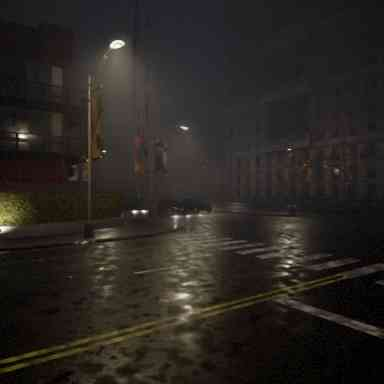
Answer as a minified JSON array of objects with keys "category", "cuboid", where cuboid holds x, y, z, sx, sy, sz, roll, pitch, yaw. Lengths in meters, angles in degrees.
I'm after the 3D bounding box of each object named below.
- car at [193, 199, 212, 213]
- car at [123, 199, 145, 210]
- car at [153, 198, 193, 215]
[{"category":"car","cuboid":[0.228,1.477,37.165,1.882,1.535,5.008,0,0,-35]},{"category":"car","cuboid":[-7.570,1.564,42.251,1.994,1.385,4.181,0,0,-35]},{"category":"car","cuboid":[-2.295,1.504,34.663,1.837,1.490,4.892,0,0,-35]}]
